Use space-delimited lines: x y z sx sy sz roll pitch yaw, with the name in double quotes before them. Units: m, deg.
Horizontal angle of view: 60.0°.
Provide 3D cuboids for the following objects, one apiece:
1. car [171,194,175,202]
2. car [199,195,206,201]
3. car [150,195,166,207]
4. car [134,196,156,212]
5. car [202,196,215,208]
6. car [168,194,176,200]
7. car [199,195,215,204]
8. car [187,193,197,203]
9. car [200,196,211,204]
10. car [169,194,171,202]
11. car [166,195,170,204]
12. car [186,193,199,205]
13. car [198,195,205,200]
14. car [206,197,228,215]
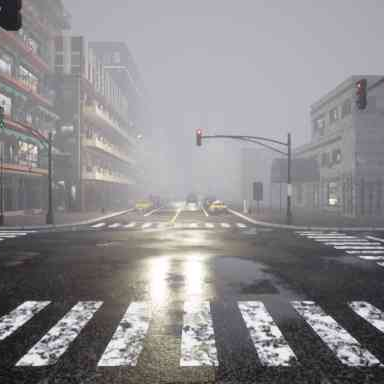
"car" -5.695 1.627 78.183 1.887 1.381 4.507 0 0 0
"car" 2.684 1.632 89.432 1.752 1.417 4.829 0 0 0
"car" -5.691 1.351 50.486 2.192 1.841 5.009 0 0 0
"car" -5.692 1.549 39.237 1.752 1.417 4.829 0 0 0
"car" 2.689 1.611 44.948 1.802 1.307 4.206 0 0 0
"car" -5.696 1.434 94.801 2.192 1.841 5.009 0 0 0
"car" 2.689 1.351 50.488 2.192 1.841 5.009 0 0 0
"car" -0.006 1.182 70.709 2.150 2.045 5.566 0 0 0
"car" 2.687 1.612 67.105 2.008 1.369 4.403 0 0 0
"car" -5.694 1.587 66.933 1.752 1.417 4.829 0 0 0
"car" -5.694 1.603 61.564 2.008 1.369 4.403 0 0 0
"car" -0.005 1.403 60.646 2.097 1.767 4.553 0 0 0
"car" 2.683 1.670 94.801 2.008 1.369 4.403 0 0 0
"car" 2.690 1.544 34.040 1.752 1.417 4.829 0 0 0
